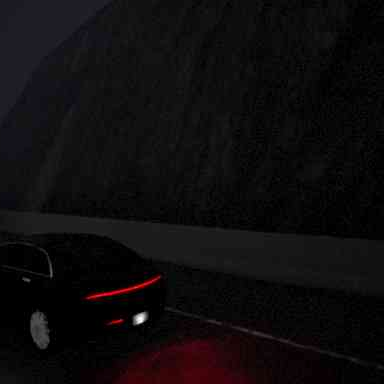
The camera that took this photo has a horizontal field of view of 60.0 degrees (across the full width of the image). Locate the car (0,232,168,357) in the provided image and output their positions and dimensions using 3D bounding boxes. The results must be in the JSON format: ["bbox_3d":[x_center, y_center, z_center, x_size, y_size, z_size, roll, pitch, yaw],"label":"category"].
[{"bbox_3d":[-2.636,1.513,6.122,4.892,1.490,1.837,0,0,38],"label":"car"}]
